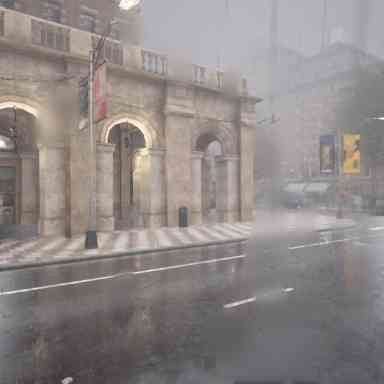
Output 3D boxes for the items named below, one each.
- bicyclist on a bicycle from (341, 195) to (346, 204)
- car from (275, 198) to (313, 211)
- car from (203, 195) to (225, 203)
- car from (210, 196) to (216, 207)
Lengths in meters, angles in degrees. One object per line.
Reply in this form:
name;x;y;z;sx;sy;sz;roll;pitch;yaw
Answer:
bicyclist on a bicycle;26.016;1.300;56.959;1.656;1.620;0.582;0;0;-36
car;12.807;1.505;41.981;1.837;1.490;4.892;0;0;-36
car;4.709;1.518;72.949;2.128;1.511;4.902;0;0;-36
car;1.428;1.595;46.360;1.895;1.301;4.718;0;0;-36
